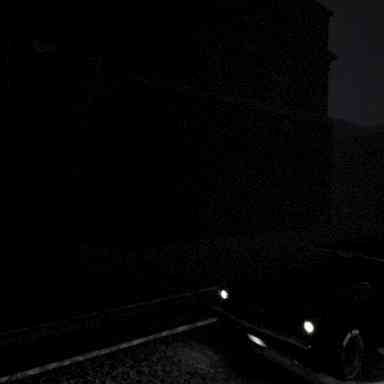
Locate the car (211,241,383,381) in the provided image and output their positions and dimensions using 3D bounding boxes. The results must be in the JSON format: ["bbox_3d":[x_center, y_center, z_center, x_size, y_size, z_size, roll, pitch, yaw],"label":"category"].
[{"bbox_3d":[2.631,1.594,5.563,4.718,1.301,1.895,0,0,-36],"label":"car"}]
